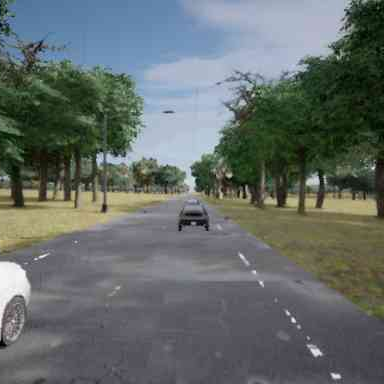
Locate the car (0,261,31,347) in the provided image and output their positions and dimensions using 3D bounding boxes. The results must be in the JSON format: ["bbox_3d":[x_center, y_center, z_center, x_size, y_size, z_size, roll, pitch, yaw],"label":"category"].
[{"bbox_3d":[-3.502,1.531,3.624,1.812,1.442,4.674,0,0,0],"label":"car"}]

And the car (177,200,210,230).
[{"bbox_3d":[0.091,1.527,21.266,1.837,1.490,4.892,0,0,0],"label":"car"}]
